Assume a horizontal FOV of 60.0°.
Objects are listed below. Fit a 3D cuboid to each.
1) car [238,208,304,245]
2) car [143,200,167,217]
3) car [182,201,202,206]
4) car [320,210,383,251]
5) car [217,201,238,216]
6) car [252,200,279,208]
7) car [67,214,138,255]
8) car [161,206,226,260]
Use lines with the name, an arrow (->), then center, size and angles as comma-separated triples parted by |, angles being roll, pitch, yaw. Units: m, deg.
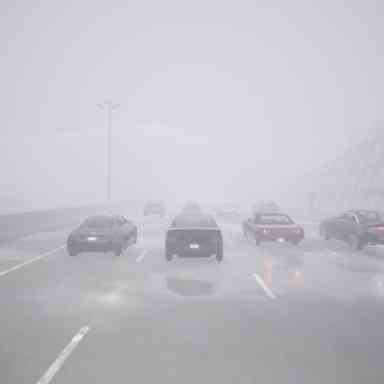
car -> 3.557, 1.622, 15.537 | 1.895, 1.301, 4.718 | 0, 0, 0
car -> -3.492, 1.537, 31.946 | 2.128, 1.511, 4.902 | 0, 0, 0
car -> -0.008, 1.572, 33.126 | 1.812, 1.442, 4.674 | 0, 0, 0
car -> 7.060, 1.510, 14.067 | 2.128, 1.511, 4.902 | 0, 0, 0
car -> 3.492, 1.572, 33.135 | 1.812, 1.442, 4.674 | 0, 0, 0
car -> 7.008, 1.535, 31.989 | 2.128, 1.511, 4.902 | 0, 0, 0
car -> -3.439, 1.584, 13.430 | 1.994, 1.385, 4.181 | 0, 0, 0
car -> 0.065, 1.495, 12.512 | 1.882, 1.535, 5.008 | 0, 0, 0
